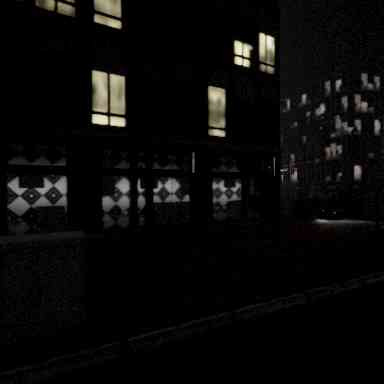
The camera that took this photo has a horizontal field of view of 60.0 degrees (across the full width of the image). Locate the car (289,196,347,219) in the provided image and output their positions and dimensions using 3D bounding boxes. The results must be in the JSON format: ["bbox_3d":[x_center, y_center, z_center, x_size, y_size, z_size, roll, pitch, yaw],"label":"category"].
[{"bbox_3d":[9.729,1.283,26.693,1.837,1.490,4.892,-1,1,-17],"label":"car"}]

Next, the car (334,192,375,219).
[{"bbox_3d":[12.784,0.978,27.177,2.150,2.045,5.566,-1,1,-18],"label":"car"}]
